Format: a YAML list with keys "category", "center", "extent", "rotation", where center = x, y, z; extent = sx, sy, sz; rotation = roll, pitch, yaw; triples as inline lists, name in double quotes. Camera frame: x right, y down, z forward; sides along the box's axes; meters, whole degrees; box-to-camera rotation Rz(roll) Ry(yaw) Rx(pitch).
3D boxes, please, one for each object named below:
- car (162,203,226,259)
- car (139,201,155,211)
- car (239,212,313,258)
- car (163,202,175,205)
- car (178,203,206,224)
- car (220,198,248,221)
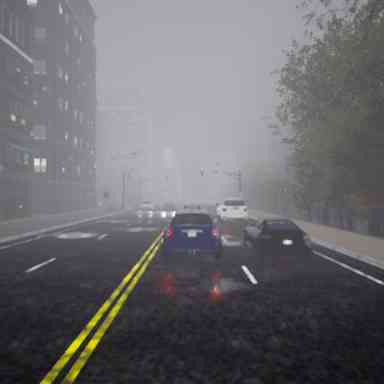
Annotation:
- category: "car"
  center: [0.018, 1.490, 13.420]
  extent: [2.097, 1.767, 4.553]
  rotation: [0, -1, 0]
- category: "car"
  center: [-6.522, 2.033, 48.166]
  extent: [1.812, 1.442, 4.674]
  rotation: [0, -1, 0]
- category: "car"
  center: [3.269, 1.702, 13.354]
  extent: [1.994, 1.385, 4.181]
  rotation: [0, -1, 0]
- category: "car"
  center: [-3.265, 2.115, 48.801]
  extent: [1.895, 1.301, 4.718]
  rotation: [0, -1, 0]
- category: "car"
  center: [0.018, 1.789, 28.508]
  extent: [2.128, 1.511, 4.902]
  rotation: [0, 0, 0]
- category: "car"
  center: [3.259, 1.511, 27.557]
  extent: [2.150, 2.045, 5.566]
  rotation: [0, 0, 0]
